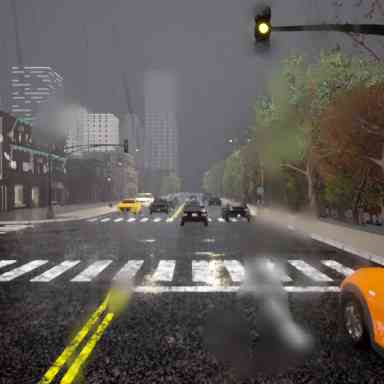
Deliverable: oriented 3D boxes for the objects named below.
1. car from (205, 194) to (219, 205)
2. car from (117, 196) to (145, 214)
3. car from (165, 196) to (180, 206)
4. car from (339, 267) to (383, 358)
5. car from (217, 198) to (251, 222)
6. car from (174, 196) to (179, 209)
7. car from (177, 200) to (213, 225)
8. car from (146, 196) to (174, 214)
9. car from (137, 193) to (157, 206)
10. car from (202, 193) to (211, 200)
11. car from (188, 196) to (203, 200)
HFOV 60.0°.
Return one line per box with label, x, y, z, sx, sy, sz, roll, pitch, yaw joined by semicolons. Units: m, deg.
car;3.469;1.456;51.397;1.882;1.535;5.008;0;0;0
car;-6.510;1.465;34.913;1.882;1.535;5.008;0;0;0
car;-3.198;1.465;55.848;2.128;1.511;4.902;0;0;0
car;3.360;1.351;3.418;2.097;1.767;4.553;0;0;0
car;3.411;1.482;26.372;2.128;1.511;4.902;0;0;0
car;-3.233;1.546;44.935;1.994;1.385;4.181;0;0;0
car;0.157;1.539;24.110;2.033;1.411;5.357;0;0;0
car;-3.263;1.465;34.925;1.882;1.535;5.008;0;0;0
car;-6.480;1.202;45.228;2.150;2.045;5.566;0;0;1
car;3.425;1.191;74.180;2.150;2.045;5.566;0;0;0
car;0.212;1.581;48.162;1.895;1.301;4.718;0;0;0
